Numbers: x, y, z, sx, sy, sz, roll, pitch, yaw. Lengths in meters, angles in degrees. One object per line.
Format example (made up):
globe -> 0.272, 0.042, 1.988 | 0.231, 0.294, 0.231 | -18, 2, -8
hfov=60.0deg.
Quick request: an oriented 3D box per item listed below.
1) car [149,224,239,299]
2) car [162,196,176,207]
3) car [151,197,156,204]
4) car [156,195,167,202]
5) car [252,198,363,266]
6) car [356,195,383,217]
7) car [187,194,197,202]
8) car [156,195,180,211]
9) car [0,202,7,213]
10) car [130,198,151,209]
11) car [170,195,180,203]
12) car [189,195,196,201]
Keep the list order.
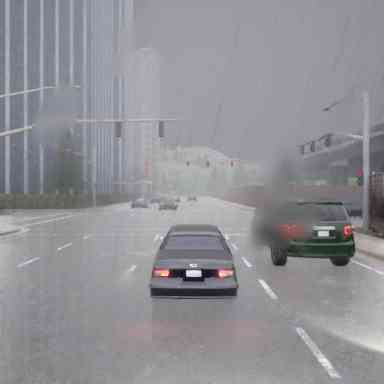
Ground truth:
car -> 0.057, 1.547, 8.630 | 2.033, 1.411, 5.357 | 0, 0, 1
car -> -3.578, 1.477, 53.308 | 1.882, 1.535, 5.008 | 0, 0, 0
car -> -7.015, 1.601, 65.169 | 1.895, 1.301, 4.718 | 0, 0, 1
car -> -6.980, 1.524, 75.756 | 2.128, 1.511, 4.902 | 0, 0, 0
car -> 3.574, 1.221, 11.663 | 2.150, 2.045, 5.566 | 0, 0, 1
car -> 19.183, 1.277, 32.238 | 5.566, 2.045, 2.150 | 0, 0, 0
car -> 0.021, 1.355, 78.648 | 2.097, 1.767, 4.553 | 0, 0, 0
car -> -3.028, 1.368, 40.916 | 2.097, 1.767, 4.553 | 0, 1, -8
car -> -22.590, 1.547, 35.777 | 4.902, 1.511, 2.128 | 0, 0, -2
car -> -7.085, 1.526, 45.283 | 1.812, 1.442, 4.674 | 0, 0, 0
car -> -3.482, 1.477, 69.283 | 1.882, 1.535, 5.008 | 0, 0, 0
car -> 0.024, 1.500, 88.893 | 1.837, 1.490, 4.892 | 0, 0, 0
